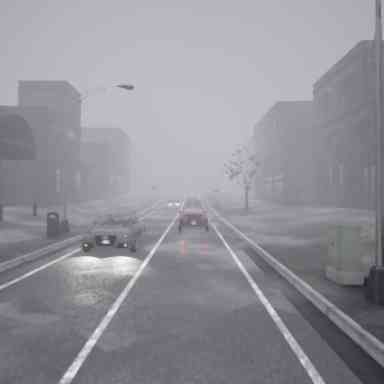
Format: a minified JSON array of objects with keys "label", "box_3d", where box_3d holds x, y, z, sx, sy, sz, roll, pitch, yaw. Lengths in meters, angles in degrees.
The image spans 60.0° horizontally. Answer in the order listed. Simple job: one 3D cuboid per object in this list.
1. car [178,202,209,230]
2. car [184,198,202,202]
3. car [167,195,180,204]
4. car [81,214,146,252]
[{"label":"car","box_3d":[0.099,1.621,21.498,1.812,1.442,4.674,0,0,0]},{"label":"car","box_3d":[0.098,1.435,39.136,2.097,1.767,4.553,0,1,0]},{"label":"car","box_3d":[-3.055,1.179,56.098,1.994,1.385,4.181,0,2,0]},{"label":"car","box_3d":[-3.100,1.612,13.905,1.994,1.385,4.181,0,0,0]}]
